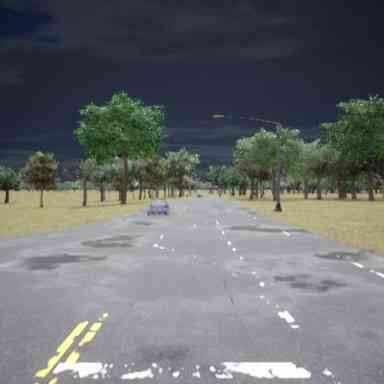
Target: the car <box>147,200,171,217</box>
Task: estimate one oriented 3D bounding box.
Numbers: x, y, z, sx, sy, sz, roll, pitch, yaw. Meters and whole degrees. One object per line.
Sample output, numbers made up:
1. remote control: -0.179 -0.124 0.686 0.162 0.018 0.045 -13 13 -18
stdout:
1. car: -3.131 1.548 32.136 1.812 1.442 4.674 0 0 2
